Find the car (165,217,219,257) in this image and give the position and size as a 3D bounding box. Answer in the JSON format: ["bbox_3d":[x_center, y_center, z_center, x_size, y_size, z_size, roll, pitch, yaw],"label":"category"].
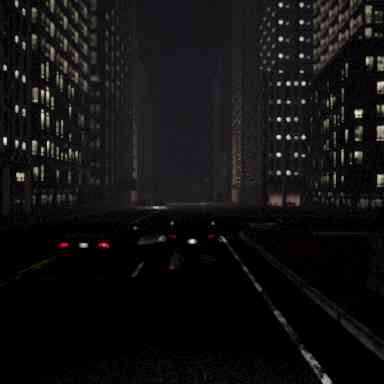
[{"bbox_3d":[0.023,1.696,13.520,1.994,1.385,4.181,0,0,0],"label":"car"}]

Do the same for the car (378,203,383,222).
[{"bbox_3d":[15.986,1.642,23.615,5.009,1.841,2.192,0,0,3],"label":"car"}]

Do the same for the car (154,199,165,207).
[{"bbox_3d":[-6.517,2.206,67.356,2.128,1.511,4.902,0,-1,0],"label":"car"}]

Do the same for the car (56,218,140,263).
[{"bbox_3d":[-3.241,1.670,12.487,2.033,1.411,5.357,0,-1,0],"label":"car"}]

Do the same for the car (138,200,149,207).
[{"bbox_3d":[-9.765,2.233,67.355,2.033,1.411,5.357,0,-1,0],"label":"car"}]
